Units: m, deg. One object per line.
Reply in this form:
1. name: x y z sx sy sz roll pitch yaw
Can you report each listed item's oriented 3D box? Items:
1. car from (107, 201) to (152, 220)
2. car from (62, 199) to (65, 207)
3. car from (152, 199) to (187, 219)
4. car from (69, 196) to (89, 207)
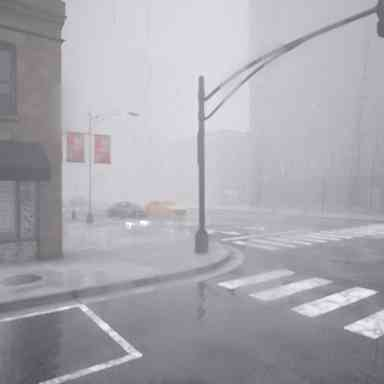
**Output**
1. car: -5.370 1.494 27.161 1.994 1.385 4.181 0 0 -36
2. car: -19.164 1.459 46.407 1.994 1.385 4.181 0 0 -35
3. car: -2.345 1.394 28.521 1.882 1.535 5.008 0 0 -36
4. car: -16.224 1.387 47.875 1.837 1.490 4.892 0 0 -35
